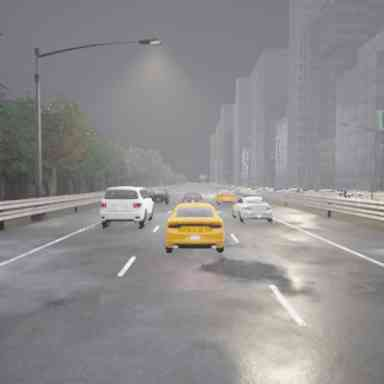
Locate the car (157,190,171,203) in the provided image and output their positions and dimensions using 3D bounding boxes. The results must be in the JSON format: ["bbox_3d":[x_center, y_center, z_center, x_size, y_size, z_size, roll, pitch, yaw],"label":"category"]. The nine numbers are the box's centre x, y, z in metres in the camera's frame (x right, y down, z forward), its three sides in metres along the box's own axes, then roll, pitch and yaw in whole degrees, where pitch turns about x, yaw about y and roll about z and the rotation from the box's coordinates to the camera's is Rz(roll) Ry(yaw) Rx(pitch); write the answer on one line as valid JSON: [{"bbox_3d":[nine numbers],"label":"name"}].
[{"bbox_3d":[-3.420,0.525,36.286,1.882,1.535,5.008,0,1,0],"label":"car"}]

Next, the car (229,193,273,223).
[{"bbox_3d":[3.575,0.994,20.063,1.812,1.442,4.674,0,2,0],"label":"car"}]

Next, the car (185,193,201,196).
[{"bbox_3d":[0.084,0.767,29.618,2.033,1.411,5.357,0,2,0],"label":"car"}]

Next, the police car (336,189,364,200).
[{"bbox_3d":[22.535,0.317,48.528,1.930,1.638,5.238,-1,2,-17],"label":"police car"}]

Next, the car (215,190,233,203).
[{"bbox_3d":[3.580,0.525,36.292,1.882,1.535,5.008,0,1,0],"label":"car"}]

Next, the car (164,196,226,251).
[{"bbox_3d":[0.090,1.147,12.397,1.882,1.535,5.008,0,2,0],"label":"car"}]

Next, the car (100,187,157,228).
[{"bbox_3d":[-3.424,0.736,18.288,2.150,2.045,5.566,0,2,-1],"label":"car"}]
